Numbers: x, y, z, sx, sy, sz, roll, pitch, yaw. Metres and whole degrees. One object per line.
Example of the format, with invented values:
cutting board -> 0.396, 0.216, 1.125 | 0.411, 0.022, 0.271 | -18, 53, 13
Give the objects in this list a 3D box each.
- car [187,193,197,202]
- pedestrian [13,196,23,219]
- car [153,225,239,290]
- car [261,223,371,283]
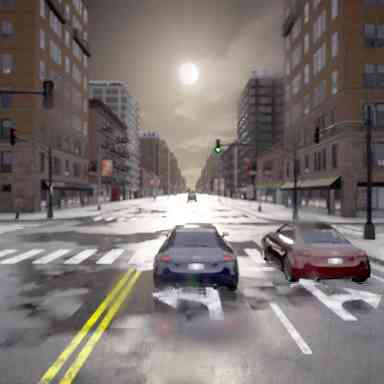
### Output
car -> 0.010, 1.315, 76.134 | 2.150, 2.045, 5.566 | 0, 0, 0
pedestrian -> -14.139, 1.206, 26.943 | 0.375, 1.860, 0.375 | 0, 0, 0
car -> 0.093, 1.577, 9.156 | 1.994, 1.385, 4.181 | 0, 0, 0
car -> 3.344, 1.578, 9.755 | 1.994, 1.385, 4.181 | 0, 0, 0
